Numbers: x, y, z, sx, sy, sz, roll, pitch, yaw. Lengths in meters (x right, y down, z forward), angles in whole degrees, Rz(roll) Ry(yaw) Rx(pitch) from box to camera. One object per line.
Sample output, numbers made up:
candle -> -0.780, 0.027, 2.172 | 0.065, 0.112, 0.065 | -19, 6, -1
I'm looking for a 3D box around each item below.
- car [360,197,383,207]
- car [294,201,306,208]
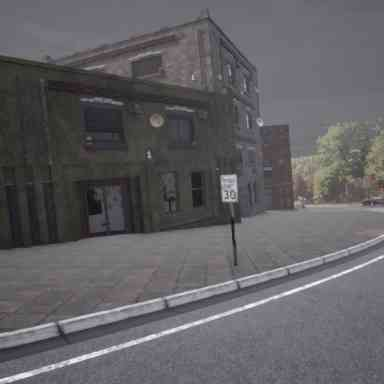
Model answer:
car -> 28.695, 1.485, 52.851 | 1.882, 1.535, 5.008 | -5, -2, -1
car -> 23.374, 2.681, 73.429 | 1.882, 1.535, 5.008 | -5, -2, -8
